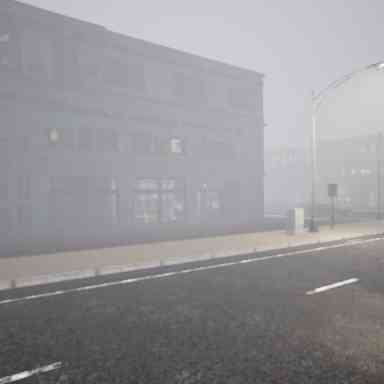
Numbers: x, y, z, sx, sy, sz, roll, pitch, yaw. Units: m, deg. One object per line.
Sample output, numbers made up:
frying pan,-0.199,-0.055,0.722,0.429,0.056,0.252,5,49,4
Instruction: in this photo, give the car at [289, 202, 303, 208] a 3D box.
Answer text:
car,16.098,1.782,45.669,2.008,1.369,4.403,-2,0,-35

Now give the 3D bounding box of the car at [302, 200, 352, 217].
car,13.975,1.792,33.948,1.947,1.339,4.313,-2,0,-35

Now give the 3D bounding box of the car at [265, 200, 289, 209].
car,12.903,1.877,50.189,1.802,1.307,4.206,-2,0,-35
